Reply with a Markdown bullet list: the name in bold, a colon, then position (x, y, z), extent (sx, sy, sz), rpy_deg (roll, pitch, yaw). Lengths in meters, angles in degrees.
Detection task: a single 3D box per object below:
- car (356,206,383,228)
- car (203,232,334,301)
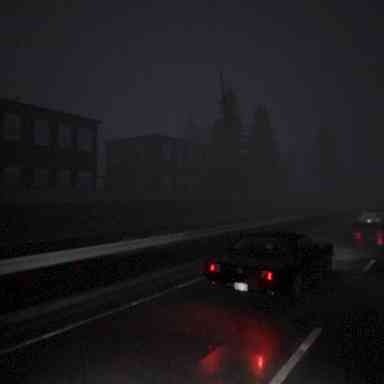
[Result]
- **car**: position (13.484, 1.791, 24.733), extent (1.812, 1.442, 4.674), rpy_deg (0, -1, 35)
- **car**: position (2.294, 1.696, 8.726), extent (1.895, 1.301, 4.718), rpy_deg (0, -1, 35)
